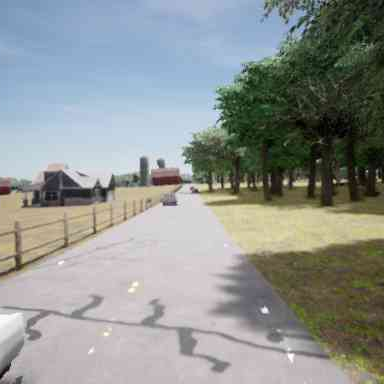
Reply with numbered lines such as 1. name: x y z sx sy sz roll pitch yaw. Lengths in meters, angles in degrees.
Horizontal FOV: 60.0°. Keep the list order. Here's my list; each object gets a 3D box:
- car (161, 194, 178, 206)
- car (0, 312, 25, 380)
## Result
1. car: -2.825 1.019 43.171 1.837 1.490 4.892 0 1 0
2. car: -2.851 1.601 1.601 1.895 1.301 4.718 0 0 0
